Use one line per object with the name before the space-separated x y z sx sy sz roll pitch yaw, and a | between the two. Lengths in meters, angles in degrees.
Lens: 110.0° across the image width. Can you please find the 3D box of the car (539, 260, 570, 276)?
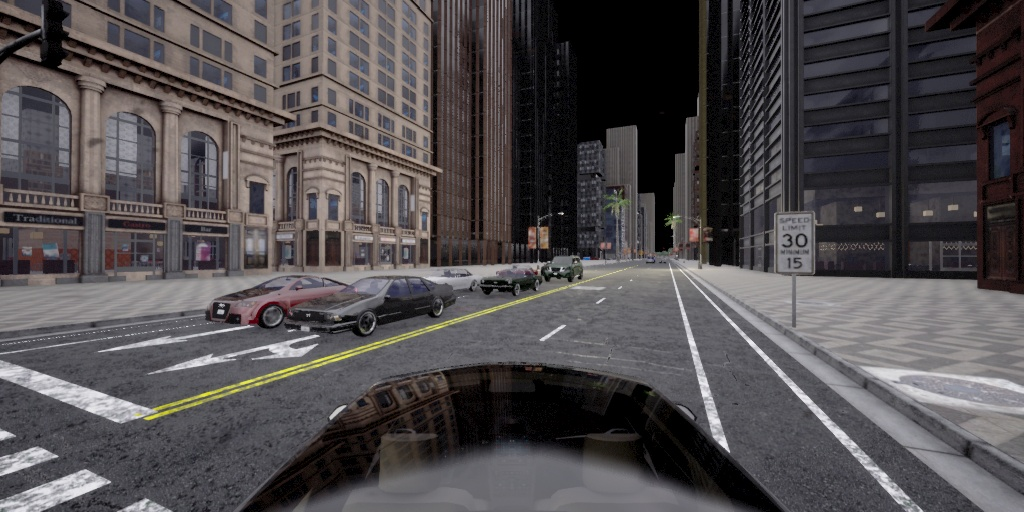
car | 4.541 1.251 37.944 1.882 1.535 5.008 0 0 24

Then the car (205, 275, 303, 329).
car | -6.990 1.316 11.413 1.994 1.385 4.181 0 0 24

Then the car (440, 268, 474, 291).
car | -3.512 1.357 19.454 1.895 1.301 4.718 0 0 23

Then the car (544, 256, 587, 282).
car | 4.330 0.987 29.367 2.150 2.045 5.566 0 0 23

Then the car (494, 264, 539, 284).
car | 0.449 1.364 28.594 1.895 1.301 4.718 0 0 24

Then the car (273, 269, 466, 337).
car | -3.738 1.299 10.755 2.033 1.411 5.357 0 0 23

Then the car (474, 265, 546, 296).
car | 0.074 1.358 19.554 1.895 1.301 4.718 0 0 24
